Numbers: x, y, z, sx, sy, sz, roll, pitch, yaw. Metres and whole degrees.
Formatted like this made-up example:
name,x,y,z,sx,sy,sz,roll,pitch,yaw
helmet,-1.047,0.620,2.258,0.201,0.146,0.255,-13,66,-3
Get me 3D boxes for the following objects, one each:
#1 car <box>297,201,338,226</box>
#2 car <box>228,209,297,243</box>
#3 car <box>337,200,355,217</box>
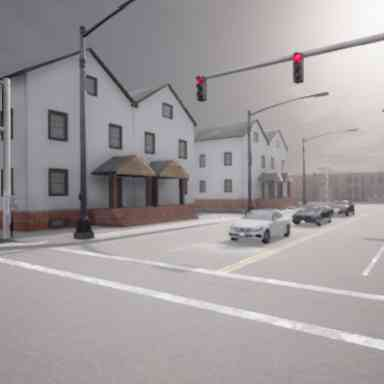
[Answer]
name,x,y,z,sx,sy,sz,roll,pitch,yaw
car,9.061,1.649,24.814,2.033,1.411,5.357,-1,0,35
car,3.562,1.626,16.872,1.812,1.442,4.674,-1,0,35
car,14.950,1.595,33.295,2.128,1.511,4.902,-1,0,35
